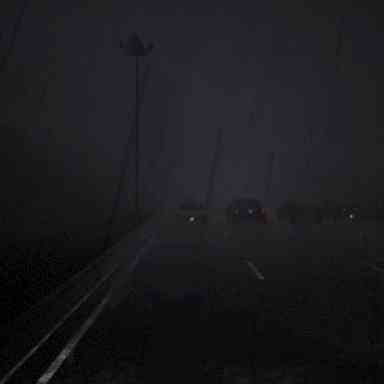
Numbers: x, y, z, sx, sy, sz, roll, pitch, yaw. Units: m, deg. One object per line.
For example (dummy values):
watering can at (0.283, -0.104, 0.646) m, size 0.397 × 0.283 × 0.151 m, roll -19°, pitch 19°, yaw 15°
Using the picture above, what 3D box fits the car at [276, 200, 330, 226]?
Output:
car at (6.984, 1.309, 22.023) m, size 1.882 × 1.535 × 5.008 m, roll 0°, pitch 0°, yaw -1°

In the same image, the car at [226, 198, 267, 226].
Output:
car at (3.482, 1.182, 22.061) m, size 2.097 × 1.767 × 4.553 m, roll 0°, pitch 0°, yaw -1°

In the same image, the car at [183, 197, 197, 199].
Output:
car at (-0.224, 1.248, 40.984) m, size 1.994 × 1.385 × 4.181 m, roll 0°, pitch 0°, yaw -1°

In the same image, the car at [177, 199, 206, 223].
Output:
car at (-0.030, 1.420, 23.419) m, size 1.895 × 1.301 × 4.718 m, roll 0°, pitch 0°, yaw -1°

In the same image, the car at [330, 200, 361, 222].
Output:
car at (10.460, 1.320, 24.291) m, size 1.837 × 1.490 × 4.892 m, roll 0°, pitch 0°, yaw -1°
